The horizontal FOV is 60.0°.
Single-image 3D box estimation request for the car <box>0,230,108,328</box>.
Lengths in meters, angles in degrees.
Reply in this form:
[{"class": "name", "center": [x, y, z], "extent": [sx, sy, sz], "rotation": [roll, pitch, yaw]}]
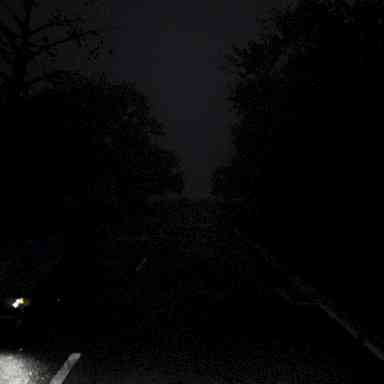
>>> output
[{"class": "car", "center": [-3.359, 1.619, 7.614], "extent": [2.033, 1.411, 5.357], "rotation": [0, -1, 0]}]
